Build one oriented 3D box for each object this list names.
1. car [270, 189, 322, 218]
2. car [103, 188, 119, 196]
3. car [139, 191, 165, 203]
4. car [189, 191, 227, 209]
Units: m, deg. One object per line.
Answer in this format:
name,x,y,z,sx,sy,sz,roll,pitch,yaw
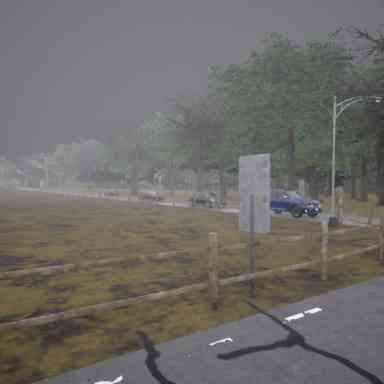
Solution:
car,7.429,0.839,26.294,2.150,2.045,5.566,0,1,-35
car,-15.539,0.087,63.682,1.837,1.490,4.892,0,1,-35
car,-5.373,0.572,44.321,1.882,1.535,5.008,0,2,-35
car,1.619,0.733,34.467,2.097,1.767,4.553,0,1,-34
